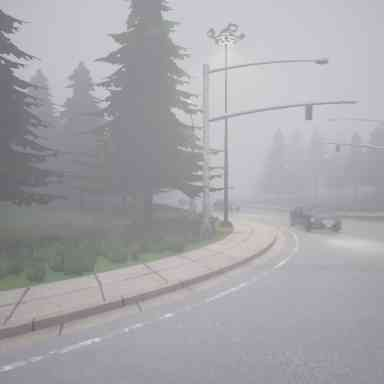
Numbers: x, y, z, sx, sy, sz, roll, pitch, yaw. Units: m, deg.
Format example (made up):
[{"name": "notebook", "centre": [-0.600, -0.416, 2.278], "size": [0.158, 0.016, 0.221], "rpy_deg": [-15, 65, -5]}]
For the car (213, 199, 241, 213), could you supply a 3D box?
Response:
[{"name": "car", "centre": [3.860, 1.492, 37.384], "size": [2.128, 1.511, 4.902], "rpy_deg": [0, 0, -15]}]

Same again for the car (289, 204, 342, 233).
[{"name": "car", "centre": [7.191, 1.495, 19.803], "size": [2.128, 1.511, 4.902], "rpy_deg": [0, 0, 1]}]

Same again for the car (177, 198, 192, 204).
[{"name": "car", "centre": [-0.934, 1.601, 54.229], "size": [1.895, 1.301, 4.718], "rpy_deg": [0, 0, -17]}]
